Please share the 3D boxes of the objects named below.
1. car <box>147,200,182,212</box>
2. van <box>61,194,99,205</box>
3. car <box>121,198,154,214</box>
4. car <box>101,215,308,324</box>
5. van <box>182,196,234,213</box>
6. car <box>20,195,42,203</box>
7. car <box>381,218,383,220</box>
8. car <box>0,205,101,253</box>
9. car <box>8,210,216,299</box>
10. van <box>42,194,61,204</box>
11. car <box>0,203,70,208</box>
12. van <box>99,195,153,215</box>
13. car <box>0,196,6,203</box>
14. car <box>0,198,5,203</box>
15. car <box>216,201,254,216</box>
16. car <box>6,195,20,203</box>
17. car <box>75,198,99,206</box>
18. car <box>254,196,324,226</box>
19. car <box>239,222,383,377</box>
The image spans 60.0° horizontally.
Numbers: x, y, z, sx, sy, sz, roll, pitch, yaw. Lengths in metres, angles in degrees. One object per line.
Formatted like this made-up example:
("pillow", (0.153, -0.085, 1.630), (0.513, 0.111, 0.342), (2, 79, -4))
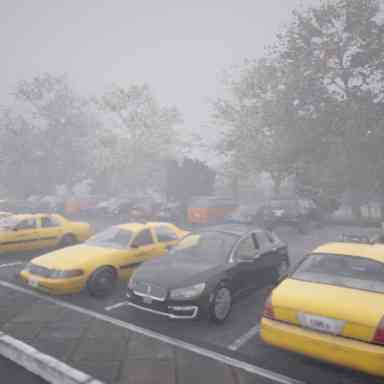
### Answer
("car", (-0.693, 1.520, 24.717), (2.163, 1.488, 4.792), (0, 0, 36))
("van", (-9.509, 1.288, 31.209), (1.878, 1.987, 4.442), (0, 0, 36))
("car", (-2.831, 1.519, 26.266), (2.163, 1.488, 4.792), (0, 0, 36))
("car", (0.676, 1.542, 7.549), (2.231, 1.521, 4.892), (0, 0, 36))
("van", (1.603, 1.272, 23.163), (1.878, 1.987, 4.442), (0, 0, 36))
("car", (-14.081, 1.285, 34.341), (2.435, 2.045, 5.566), (0, 0, 36))
("car", (10.499, 1.545, 16.348), (1.946, 1.575, 5.366), (0, 0, 36))
("car", (-6.279, 1.501, 12.349), (1.946, 1.575, 5.366), (0, 0, 36))
("car", (-1.684, 1.525, 9.021), (1.946, 1.575, 5.366), (0, 0, 36))
("van", (-11.889, 1.299, 32.645), (1.878, 1.987, 4.442), (0, 0, 36))
("car", (-8.210, 1.494, 14.205), (1.946, 1.575, 5.366), (0, 0, 36))
("van", (-5.141, 1.269, 27.769), (1.878, 1.987, 4.442), (0, 0, 36))
("car", (-20.798, 1.569, 39.234), (2.097, 1.535, 5.008), (0, 0, 36))
("car", (-12.794, 1.375, 17.334), (2.185, 1.767, 4.553), (0, 0, 36))
("car", (3.862, 1.538, 21.348), (2.163, 1.488, 4.792), (0, 0, 36))
("car", (-16.324, 1.296, 35.966), (2.435, 2.045, 5.566), (0, 0, 36))
("car", (-7.330, 1.503, 29.494), (2.097, 1.535, 5.008), (0, 0, 36))
("car", (6.139, 1.270, 19.769), (2.435, 2.045, 5.566), (0, 0, 36))
("car", (3.030, 1.551, 6.065), (1.946, 1.575, 5.366), (0, 0, 36))
